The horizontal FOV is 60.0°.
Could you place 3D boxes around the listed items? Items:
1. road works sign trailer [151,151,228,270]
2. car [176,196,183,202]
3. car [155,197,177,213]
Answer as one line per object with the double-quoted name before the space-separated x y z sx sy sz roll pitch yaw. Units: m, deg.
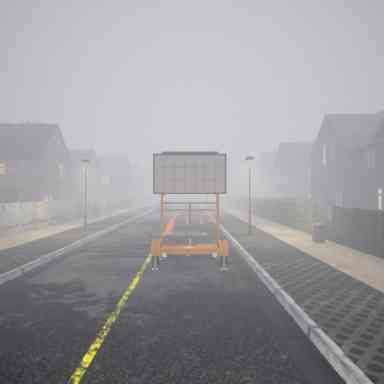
"road works sign trailer" -0.070 0.467 11.009 2.380 3.560 2.880 0 0 0
"car" -3.376 1.809 87.793 2.097 1.767 4.553 0 -1 0
"car" -3.119 1.619 37.741 2.033 1.411 5.357 0 0 0
